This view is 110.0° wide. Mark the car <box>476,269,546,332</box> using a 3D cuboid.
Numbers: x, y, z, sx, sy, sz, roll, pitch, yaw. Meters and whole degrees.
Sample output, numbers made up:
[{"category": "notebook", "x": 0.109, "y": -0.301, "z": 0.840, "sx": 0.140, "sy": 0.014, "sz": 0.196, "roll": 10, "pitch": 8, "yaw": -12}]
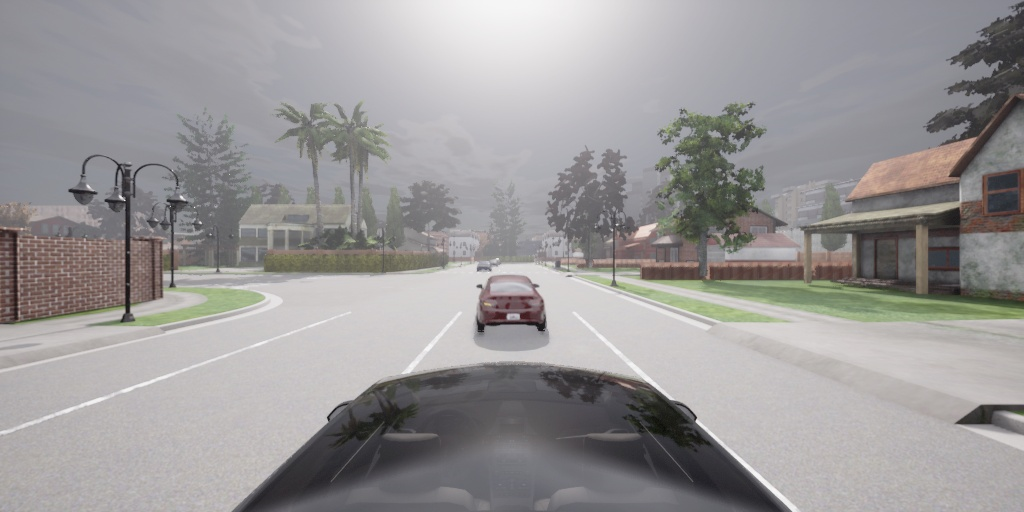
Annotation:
[{"category": "car", "x": -0.099, "y": 1.284, "z": 10.871, "sx": 1.812, "sy": 1.442, "sz": 4.674, "roll": 0, "pitch": 0, "yaw": -3}]

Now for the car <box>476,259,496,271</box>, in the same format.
[{"category": "car", "x": -3.612, "y": 1.338, "z": 47.728, "sx": 2.033, "sy": 1.411, "sz": 5.357, "roll": 0, "pitch": 0, "yaw": 0}]
